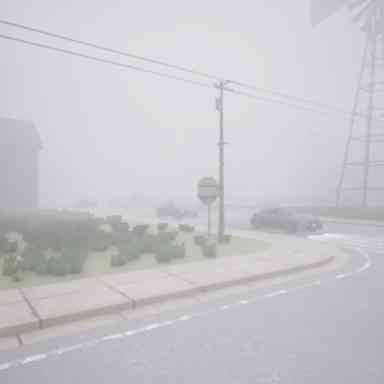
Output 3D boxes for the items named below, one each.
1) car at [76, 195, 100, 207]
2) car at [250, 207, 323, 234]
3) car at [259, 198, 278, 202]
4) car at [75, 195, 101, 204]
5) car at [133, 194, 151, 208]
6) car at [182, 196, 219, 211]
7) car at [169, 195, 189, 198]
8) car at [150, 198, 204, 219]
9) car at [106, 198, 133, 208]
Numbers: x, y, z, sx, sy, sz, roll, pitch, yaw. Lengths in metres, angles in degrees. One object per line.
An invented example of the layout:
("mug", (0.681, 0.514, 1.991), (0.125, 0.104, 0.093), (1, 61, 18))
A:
("car", (-14.631, 1.554, 46.436), (1.994, 1.385, 4.181), (0, 0, -36))
("car", (5.330, 1.554, 19.180), (1.994, 1.385, 4.181), (0, 0, -34))
("car", (10.997, 1.498, 47.081), (3.905, 1.438, 1.784), (0, 0, -36))
("car", (-21.389, 1.465, 68.611), (4.611, 1.667, 2.242), (0, 0, -36))
("car", (-7.101, 1.298, 49.072), (3.866, 1.878, 1.905), (0, 0, -36))
("car", (1.316, 1.491, 38.524), (4.193, 1.474, 1.816), (0, 0, -36))
("car", (-2.417, 1.287, 65.121), (4.605, 1.855, 1.932), (0, 0, -36))
("car", (-1.383, 1.517, 28.472), (1.812, 1.442, 4.674), (0, 1, -37))
("car", (-10.553, 1.551, 47.052), (1.994, 1.385, 4.181), (0, 0, -37))
